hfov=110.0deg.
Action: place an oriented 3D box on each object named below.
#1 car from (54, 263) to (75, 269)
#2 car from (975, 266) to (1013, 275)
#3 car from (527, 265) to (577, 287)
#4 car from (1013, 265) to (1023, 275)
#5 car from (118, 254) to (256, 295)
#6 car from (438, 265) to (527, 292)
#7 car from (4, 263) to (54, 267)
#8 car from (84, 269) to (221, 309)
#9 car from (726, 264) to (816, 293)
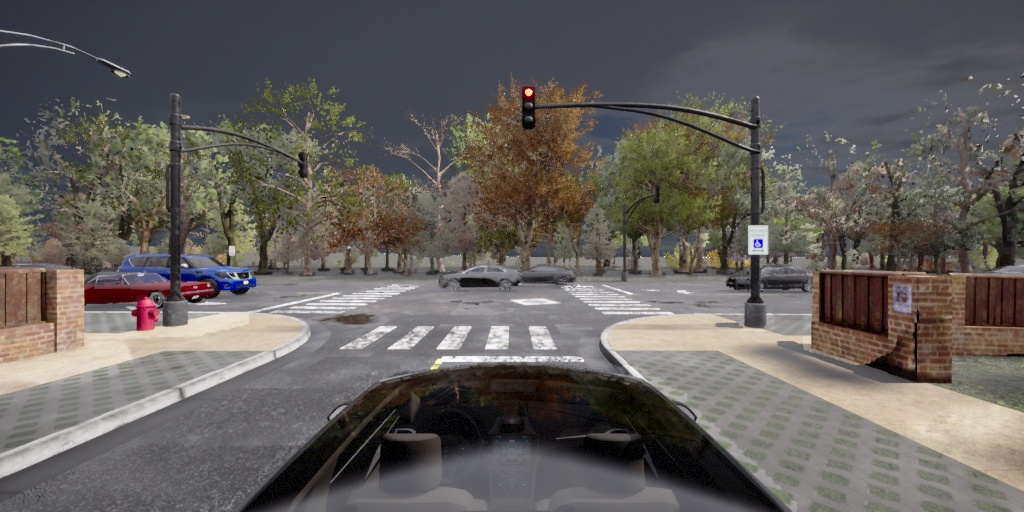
[{"bbox_3d":[-27.827,1.142,20.683,4.902,1.511,2.128,0,0,0],"label":"car"},{"bbox_3d":[34.056,1.353,23.998,5.008,1.535,1.882,0,0,0],"label":"car"},{"bbox_3d":[1.945,1.294,23.972,4.674,1.442,1.812,0,0,0],"label":"car"},{"bbox_3d":[33.450,1.093,20.749,5.566,2.045,2.150,0,0,0],"label":"car"},{"bbox_3d":[-15.561,0.916,17.247,5.566,2.045,2.150,0,0,0],"label":"car"},{"bbox_3d":[-1.759,1.244,20.715,4.902,1.511,2.128,0,0,0],"label":"car"},{"bbox_3d":[-25.612,1.180,17.232,4.674,1.442,1.812,0,0,0],"label":"car"},{"bbox_3d":[-14.634,1.294,13.997,4.718,1.301,1.895,0,0,-3],"label":"car"},{"bbox_3d":[15.081,1.315,20.738,4.892,1.490,1.837,0,0,0],"label":"car"}]
